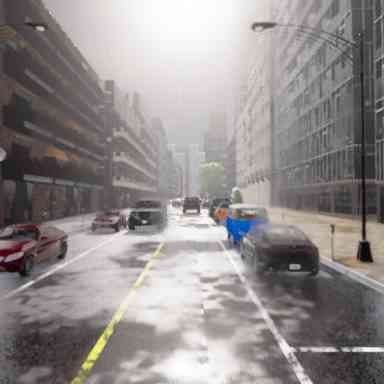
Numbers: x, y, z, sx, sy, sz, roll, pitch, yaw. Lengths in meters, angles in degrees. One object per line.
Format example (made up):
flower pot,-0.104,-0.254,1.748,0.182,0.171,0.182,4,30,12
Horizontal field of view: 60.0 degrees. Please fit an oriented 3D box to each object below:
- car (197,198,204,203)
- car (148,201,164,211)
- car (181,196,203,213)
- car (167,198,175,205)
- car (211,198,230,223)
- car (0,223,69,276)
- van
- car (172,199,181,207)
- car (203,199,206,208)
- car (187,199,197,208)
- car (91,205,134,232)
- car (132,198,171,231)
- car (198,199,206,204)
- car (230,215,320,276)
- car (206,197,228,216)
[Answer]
car,2.543,2.506,95.266,1.887,1.381,4.507,1,-1,0
car,-5.332,2.064,50.176,1.947,1.339,4.313,1,-1,0
car,-0.012,1.607,43.948,2.150,2.045,5.566,0,-1,0
car,-5.301,2.368,83.884,1.752,1.417,4.829,1,-1,0
car,2.978,1.630,28.040,2.097,1.767,4.553,0,-1,0
car,-5.309,1.688,10.652,1.802,1.307,4.206,1,-1,0
van,2.572,1.500,16.140,1.690,1.788,3.998,1,-1,0
car,-2.795,2.134,64.089,2.128,1.511,4.902,0,-1,1
car,2.557,1.994,55.703,1.967,1.590,4.097,1,-1,0
car,-0.018,2.074,60.585,1.837,1.490,4.892,0,-1,0
car,-5.313,1.799,21.944,1.802,1.307,4.206,1,-1,0
car,-2.858,1.445,22.679,2.150,2.045,5.566,0,-1,0
car,2.546,2.394,83.963,2.008,1.369,4.403,1,-1,0
car,2.572,1.655,10.486,2.008,1.369,4.403,1,-1,0
car,2.969,1.575,35.102,2.150,2.045,5.566,0,-1,0
